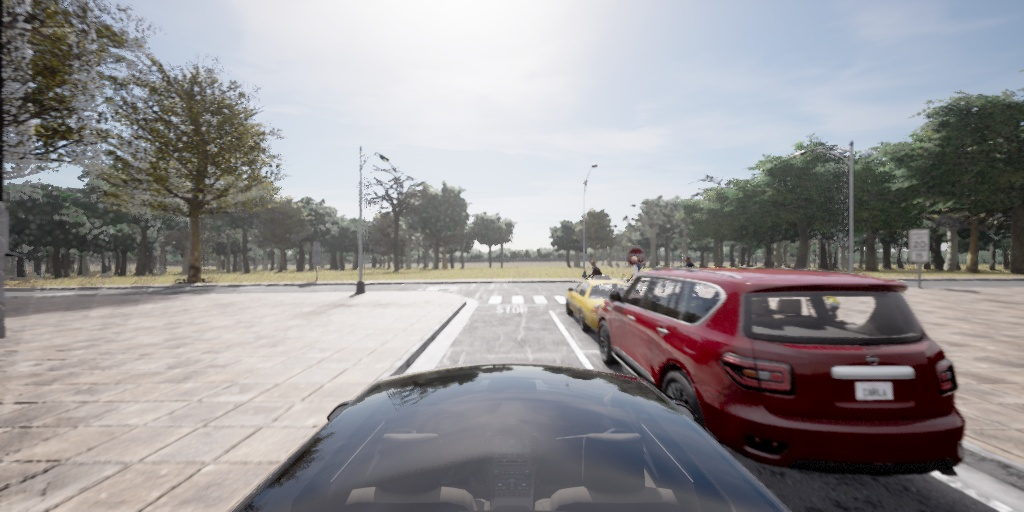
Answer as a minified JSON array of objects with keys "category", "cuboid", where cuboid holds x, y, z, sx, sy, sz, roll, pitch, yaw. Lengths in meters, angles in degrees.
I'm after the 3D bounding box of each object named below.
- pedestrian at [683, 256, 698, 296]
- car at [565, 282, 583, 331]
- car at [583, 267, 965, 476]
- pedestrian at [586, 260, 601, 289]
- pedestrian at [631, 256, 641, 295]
[{"category":"pedestrian","cuboid":[7.158,0.855,14.578,0.375,1.860,0.375,0,0,0]},{"category":"car","cuboid":[2.637,1.258,10.717,1.751,1.417,4.829,0,0,0]},{"category":"car","cuboid":[2.638,1.058,5.001,2.192,1.841,5.009,0,0,0]},{"category":"pedestrian","cuboid":[3.473,1.017,15.177,0.375,1.860,0.375,0,0,0]},{"category":"pedestrian","cuboid":[4.893,0.868,13.977,0.375,1.860,0.375,0,0,0]}]
